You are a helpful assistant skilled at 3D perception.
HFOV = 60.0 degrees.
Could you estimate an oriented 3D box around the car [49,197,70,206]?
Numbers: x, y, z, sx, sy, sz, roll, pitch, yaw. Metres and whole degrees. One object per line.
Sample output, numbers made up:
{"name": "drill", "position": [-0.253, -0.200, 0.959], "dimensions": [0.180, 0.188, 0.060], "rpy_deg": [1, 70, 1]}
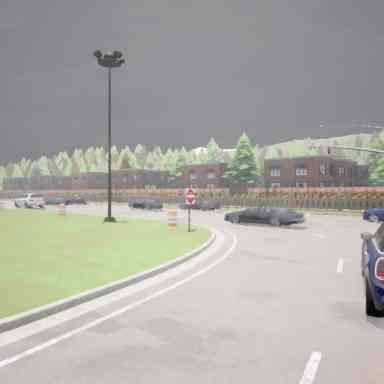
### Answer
{"name": "car", "position": [-22.553, 1.564, 54.969], "dimensions": [4.181, 1.385, 1.994], "rpy_deg": [0, 0, 41]}

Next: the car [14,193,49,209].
{"name": "car", "position": [-22.329, 1.221, 45.535], "dimensions": [5.566, 2.045, 2.150], "rpy_deg": [0, 0, 41]}

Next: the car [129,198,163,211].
{"name": "car", "position": [-5.692, 1.491, 40.436], "dimensions": [4.902, 1.511, 2.128], "rpy_deg": [0, 0, 41]}

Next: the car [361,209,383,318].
{"name": "car", "position": [4.807, 1.352, 7.050], "dimensions": [2.097, 1.767, 4.553], "rpy_deg": [0, 0, 26]}

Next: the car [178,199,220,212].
{"name": "car", "position": [0.861, 1.547, 39.408], "dimensions": [5.357, 1.411, 2.033], "rpy_deg": [0, 0, 41]}

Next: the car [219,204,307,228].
{"name": "car", "position": [4.764, 1.547, 22.183], "dimensions": [5.357, 1.411, 2.033], "rpy_deg": [0, 0, 41]}

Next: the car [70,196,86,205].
{"name": "car", "position": [-20.239, 1.506, 57.594], "dimensions": [4.892, 1.490, 1.837], "rpy_deg": [0, 0, 41]}
